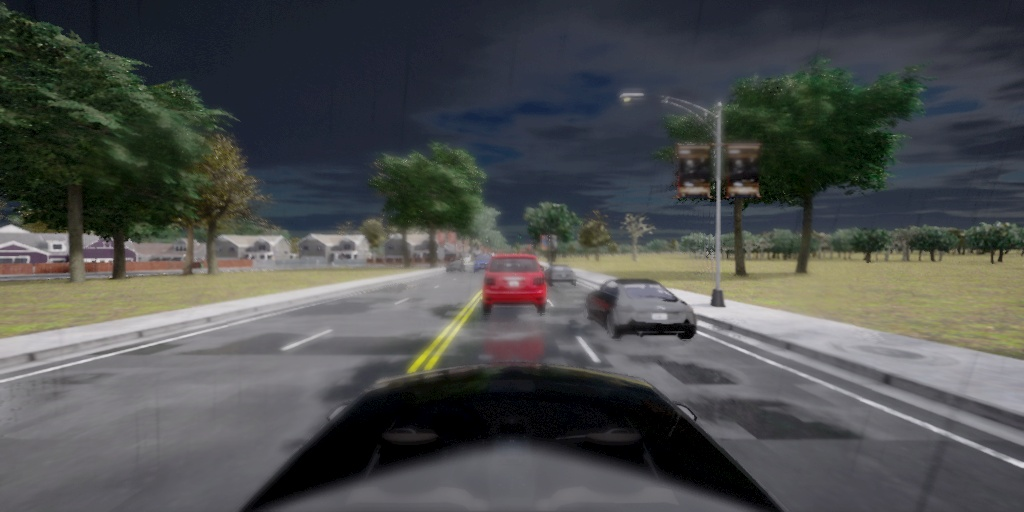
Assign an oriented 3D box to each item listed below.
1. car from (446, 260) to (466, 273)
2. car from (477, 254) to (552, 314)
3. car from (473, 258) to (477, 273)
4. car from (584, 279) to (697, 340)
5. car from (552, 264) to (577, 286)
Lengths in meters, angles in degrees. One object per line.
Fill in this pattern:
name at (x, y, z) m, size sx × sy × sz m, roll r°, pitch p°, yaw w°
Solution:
car at (-6.594, 1.252, 42.367) m, size 1.837 × 1.490 × 4.892 m, roll 0°, pitch -1°, yaw 0°
car at (0.085, 0.970, 13.864) m, size 2.150 × 2.045 × 5.566 m, roll 0°, pitch 0°, yaw 0°
car at (-3.345, 0.967, 42.995) m, size 2.150 × 2.045 × 5.566 m, roll 0°, pitch 0°, yaw 0°
car at (3.313, 1.314, 9.997) m, size 1.994 × 1.385 × 4.181 m, roll 0°, pitch 0°, yaw 1°
car at (3.317, 1.297, 25.297) m, size 2.033 × 1.411 × 5.357 m, roll 0°, pitch 0°, yaw 0°
